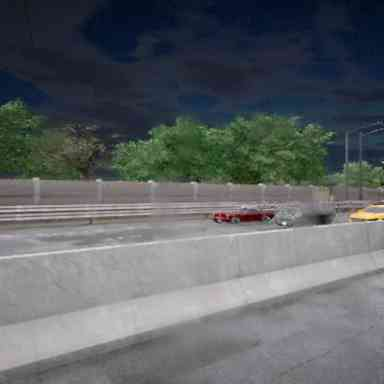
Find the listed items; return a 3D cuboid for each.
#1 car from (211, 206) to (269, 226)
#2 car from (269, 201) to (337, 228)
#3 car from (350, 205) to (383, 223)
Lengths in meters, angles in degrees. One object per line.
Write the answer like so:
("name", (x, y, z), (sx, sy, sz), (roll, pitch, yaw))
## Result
("car", (3.667, 1.658, 23.805), (4.718, 1.301, 1.895), (0, 0, -35))
("car", (7.674, 1.425, 22.361), (4.553, 1.767, 2.097), (0, 0, -35))
("car", (11.988, 1.569, 21.140), (5.008, 1.535, 1.882), (0, 0, -35))
